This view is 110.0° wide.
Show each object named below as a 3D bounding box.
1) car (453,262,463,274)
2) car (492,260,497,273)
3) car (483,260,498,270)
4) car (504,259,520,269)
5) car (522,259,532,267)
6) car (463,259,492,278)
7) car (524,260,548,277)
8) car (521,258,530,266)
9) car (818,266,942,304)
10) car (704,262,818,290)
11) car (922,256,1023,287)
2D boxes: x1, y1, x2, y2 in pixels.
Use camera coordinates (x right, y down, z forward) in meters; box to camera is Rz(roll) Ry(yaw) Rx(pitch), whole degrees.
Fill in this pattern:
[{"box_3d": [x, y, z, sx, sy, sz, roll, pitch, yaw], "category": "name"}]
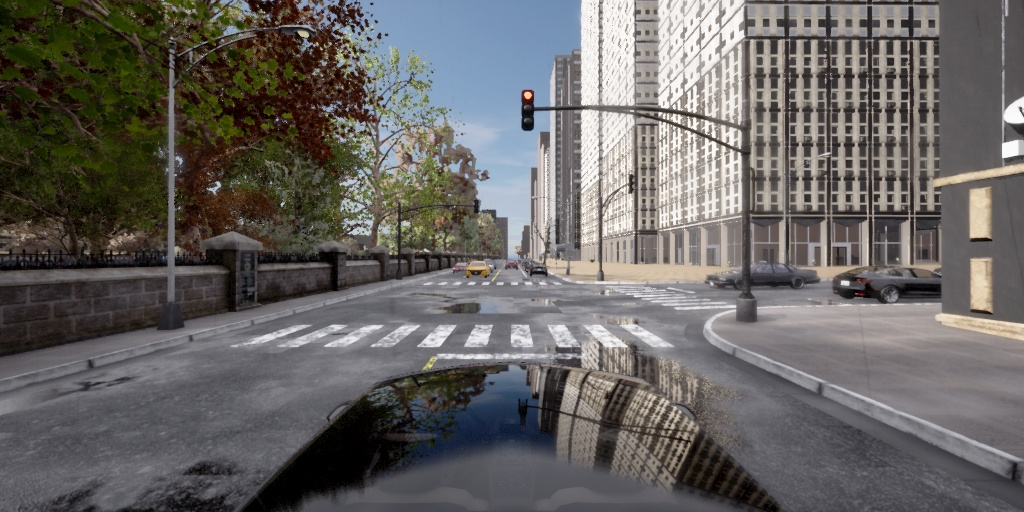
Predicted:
[{"box_3d": [-5.820, 1.346, 41.688, 1.802, 1.307, 4.207, 0, 0, 0], "category": "car"}, {"box_3d": [-3.233, 1.367, 44.316, 1.895, 1.301, 4.718, 0, 0, 0], "category": "car"}, {"box_3d": [-3.260, 1.323, 54.871, 2.033, 1.411, 5.357, 0, 0, 0], "category": "car"}, {"box_3d": [-0.074, 1.302, 55.984, 1.812, 1.442, 4.674, 0, 0, 0], "category": "car"}, {"box_3d": [2.560, 1.330, 41.716, 1.948, 1.339, 4.313, 0, 0, 0], "category": "car"}, {"box_3d": [-3.203, 1.237, 34.253, 1.882, 1.535, 5.008, 0, 0, 0], "category": "car"}, {"box_3d": [2.578, 1.327, 36.083, 1.948, 1.339, 4.313, 0, 0, 0], "category": "car"}, {"box_3d": [2.542, 1.334, 47.348, 1.948, 1.339, 4.313, 0, 0, 0], "category": "car"}, {"box_3d": [14.647, 1.025, 13.540, 4.313, 1.339, 1.948, 0, 0, 0], "category": "car"}, {"box_3d": [13.391, 1.052, 19.310, 5.357, 1.411, 2.033, -1, 0, -1], "category": "car"}, {"box_3d": [25.720, 0.797, 19.427, 4.892, 1.490, 1.837, -2, 0, 0], "category": "car"}]
